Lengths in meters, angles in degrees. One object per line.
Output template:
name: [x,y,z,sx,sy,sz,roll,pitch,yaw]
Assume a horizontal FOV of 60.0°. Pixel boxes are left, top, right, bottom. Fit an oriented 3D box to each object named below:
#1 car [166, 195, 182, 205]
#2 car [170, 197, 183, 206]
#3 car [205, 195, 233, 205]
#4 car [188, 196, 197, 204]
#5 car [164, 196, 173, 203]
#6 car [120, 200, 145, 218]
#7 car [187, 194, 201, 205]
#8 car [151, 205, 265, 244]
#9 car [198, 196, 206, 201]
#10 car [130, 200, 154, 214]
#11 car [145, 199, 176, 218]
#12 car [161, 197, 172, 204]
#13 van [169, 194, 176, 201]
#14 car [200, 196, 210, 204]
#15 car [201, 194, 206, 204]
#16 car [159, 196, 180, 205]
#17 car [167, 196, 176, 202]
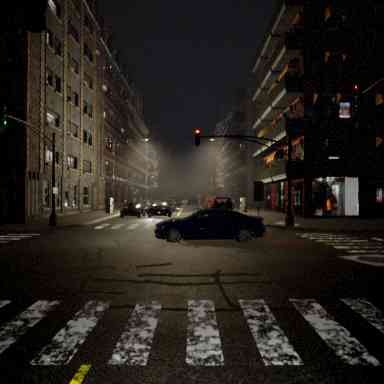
car: [-2.734,1.601,49.242,1.994,1.385,4.181,0,0,1]
car: [-2.695,1.619,59.603,2.033,1.411,5.357,0,0,0]
car: [2.612,1.326,30.201,2.192,1.841,5.009,1,0,0]
car: [0.135,1.600,70.384,1.882,1.535,5.008,0,0,0]
car: [-5.235,1.671,74.487,1.752,1.417,4.829,1,0,0]
car: [-5.272,1.577,30.162,1.947,1.339,4.313,1,0,0]
car: [0.157,1.547,59.148,1.882,1.535,5.008,0,0,0]
car: [0.818,1.511,15.372,5.008,1.535,1.882,0,-1,0]
car: [2.659,1.813,91.375,1.947,1.339,4.313,1,0,0]
car: [-5.267,1.581,35.724,1.947,1.339,4.313,1,0,0]
car: [-2.813,1.575,30.428,1.994,1.385,4.181,0,0,0]
car: [-5.240,1.667,69.095,2.008,1.369,4.403,1,0,0]
van: [-5.217,1.589,91.351,1.690,1.788,3.998,1,0,0]
car: [2.641,1.556,69.124,1.967,1.590,4.097,1,0,0]
car: [2.621,1.336,41.326,2.192,1.841,5.009,1,0,0]
car: [-2.796,1.523,39.308,1.837,1.490,4.892,0,0,0]
car: [-5.226,1.764,85.786,2.008,1.369,4.403,1,0,0]
